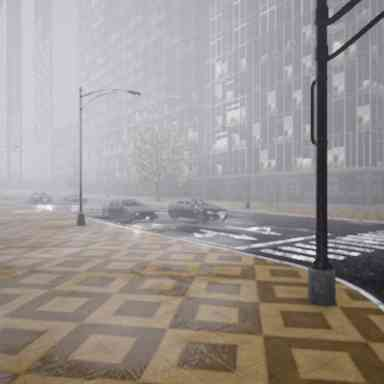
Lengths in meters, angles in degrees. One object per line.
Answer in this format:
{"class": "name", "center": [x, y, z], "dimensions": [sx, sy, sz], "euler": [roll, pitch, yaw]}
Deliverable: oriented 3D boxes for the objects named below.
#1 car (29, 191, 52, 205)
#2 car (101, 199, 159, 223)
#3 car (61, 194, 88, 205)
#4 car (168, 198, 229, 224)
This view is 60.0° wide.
{"class": "car", "center": [-18.615, 0.690, 40.778], "dimensions": [2.128, 1.511, 4.902], "euler": [0, 1, -37]}
{"class": "car", "center": [-4.338, 1.170, 22.426], "dimensions": [2.033, 1.411, 5.357], "euler": [0, 1, -38]}
{"class": "car", "center": [-14.284, 0.843, 40.477], "dimensions": [1.895, 1.301, 4.718], "euler": [0, 1, -38]}
{"class": "car", "center": [0.303, 1.167, 21.776], "dimensions": [2.128, 1.511, 4.902], "euler": [0, 1, -38]}
